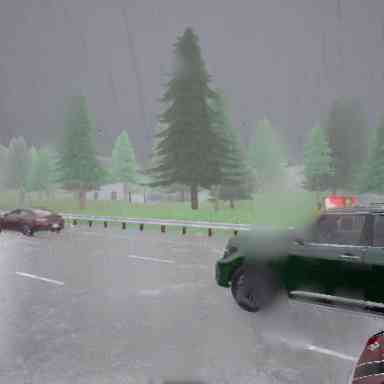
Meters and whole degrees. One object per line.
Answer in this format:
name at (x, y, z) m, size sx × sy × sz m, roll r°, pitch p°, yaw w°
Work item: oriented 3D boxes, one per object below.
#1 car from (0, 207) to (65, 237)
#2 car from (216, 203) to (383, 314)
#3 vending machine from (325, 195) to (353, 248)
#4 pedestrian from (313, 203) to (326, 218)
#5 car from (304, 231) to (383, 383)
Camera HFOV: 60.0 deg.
car at (-8.847, 1.526, 17.946) m, size 4.674 × 1.442 × 1.812 m, roll 0°, pitch 0°, yaw 31°
car at (3.150, 1.220, 5.969) m, size 5.566 × 2.045 × 2.150 m, roll 0°, pitch 0°, yaw 36°
vending machine at (6.266, 1.195, 14.133) m, size 0.880 × 2.100 × 1.100 m, roll 0°, pitch 0°, yaw 35°
pedestrian at (5.340, 1.294, 13.945) m, size 0.375 × 1.860 × 0.375 m, roll 0°, pitch 0°, yaw 35°
car at (3.180, 1.352, 1.594) m, size 4.553 × 1.767 × 2.097 m, roll 0°, pitch 0°, yaw 36°
